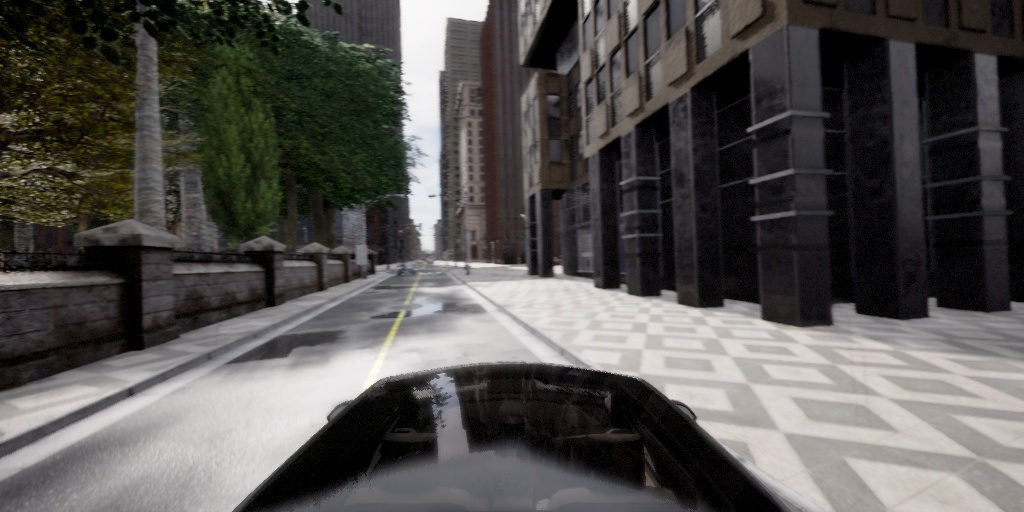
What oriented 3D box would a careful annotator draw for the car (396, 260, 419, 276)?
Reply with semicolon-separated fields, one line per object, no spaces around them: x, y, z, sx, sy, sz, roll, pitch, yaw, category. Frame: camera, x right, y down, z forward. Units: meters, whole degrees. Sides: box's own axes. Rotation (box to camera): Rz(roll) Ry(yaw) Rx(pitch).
-12.159;1.484;41.558;1.812;1.442;4.674;-2;0;-13;car

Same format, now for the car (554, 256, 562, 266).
5.980;0.799;53.558;4.097;1.591;1.967;0;0;-13;car
